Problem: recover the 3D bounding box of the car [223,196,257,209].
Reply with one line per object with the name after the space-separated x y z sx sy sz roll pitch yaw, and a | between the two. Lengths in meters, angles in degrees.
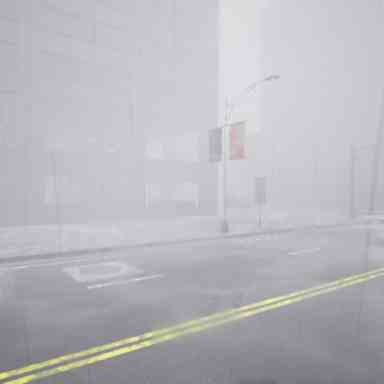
6.136 1.349 42.566 1.882 1.535 5.008 1 0 -36 | car
